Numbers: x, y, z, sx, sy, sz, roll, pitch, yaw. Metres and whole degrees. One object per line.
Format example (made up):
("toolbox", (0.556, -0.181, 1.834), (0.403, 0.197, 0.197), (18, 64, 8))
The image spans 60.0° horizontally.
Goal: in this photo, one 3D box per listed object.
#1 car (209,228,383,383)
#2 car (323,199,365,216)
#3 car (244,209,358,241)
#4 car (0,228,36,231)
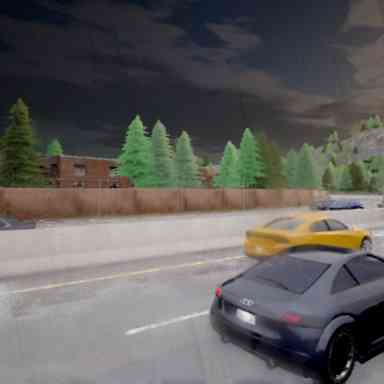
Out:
("car", (2.323, 1.560, 5.406), (4.181, 1.385, 1.994), (0, 0, -35))
("car", (14.891, 1.450, 32.476), (5.008, 1.535, 1.882), (0, 0, -41))
("car", (3.907, 1.469, 10.833), (5.008, 1.535, 1.882), (0, 0, -35))
("car", (-7.871, 1.506, 11.276), (4.892, 1.490, 1.837), (0, 0, -36))
